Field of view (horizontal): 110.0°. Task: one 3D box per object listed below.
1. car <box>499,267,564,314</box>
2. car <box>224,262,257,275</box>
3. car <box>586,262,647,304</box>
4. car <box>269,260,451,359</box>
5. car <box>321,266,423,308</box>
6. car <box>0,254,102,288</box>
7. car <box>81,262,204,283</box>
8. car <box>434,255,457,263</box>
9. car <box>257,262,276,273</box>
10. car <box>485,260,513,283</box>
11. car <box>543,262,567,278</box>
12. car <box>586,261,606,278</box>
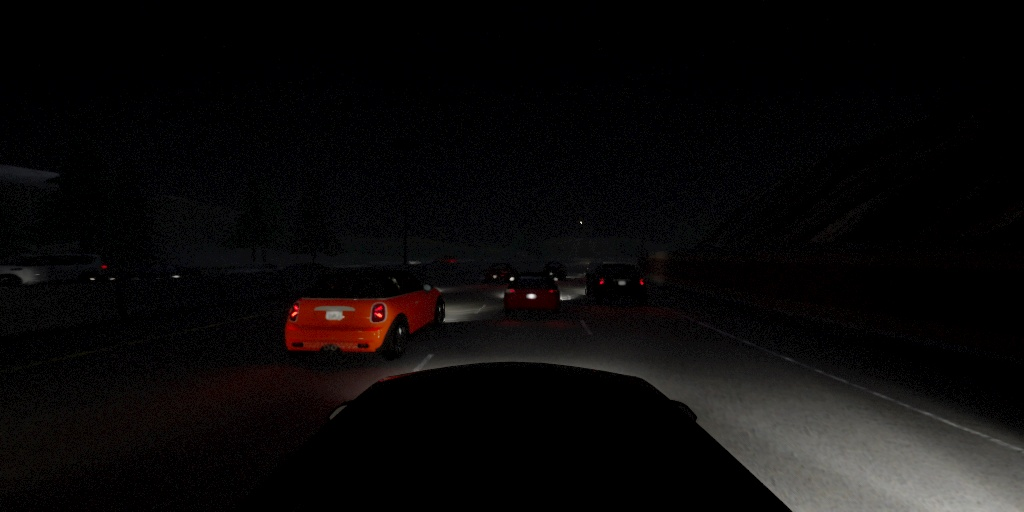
[{"bbox_3d":[0.839,1.303,13.890,1.994,1.385,4.181,0,0,6],"label":"car"},{"bbox_3d":[-18.798,1.190,26.692,1.812,1.442,4.674,0,0,10],"label":"car"},{"bbox_3d":[4.634,1.100,16.454,2.097,1.767,4.553,0,0,6],"label":"car"},{"bbox_3d":[-3.084,1.085,8.570,2.097,1.767,4.553,0,0,3],"label":"car"},{"bbox_3d":[-5.990,1.263,16.257,2.033,1.411,5.357,0,0,6],"label":"car"},{"bbox_3d":[-26.806,0.870,20.303,2.150,2.045,5.566,0,0,7],"label":"car"},{"bbox_3d":[-22.972,1.203,22.906,2.033,1.411,5.357,0,0,8],"label":"car"},{"bbox_3d":[-11.799,0.880,62.991,2.150,2.045,5.566,0,0,23],"label":"car"},{"bbox_3d":[-15.359,1.222,26.324,2.033,1.411,5.357,0,0,10],"label":"car"},{"bbox_3d":[-0.755,1.245,27.137,1.812,1.442,4.674,0,0,11],"label":"car"},{"bbox_3d":[3.663,1.254,31.083,1.812,1.442,4.674,0,0,13],"label":"car"},{"bbox_3d":[8.202,1.263,34.831,1.812,1.442,4.674,0,0,15],"label":"car"}]
